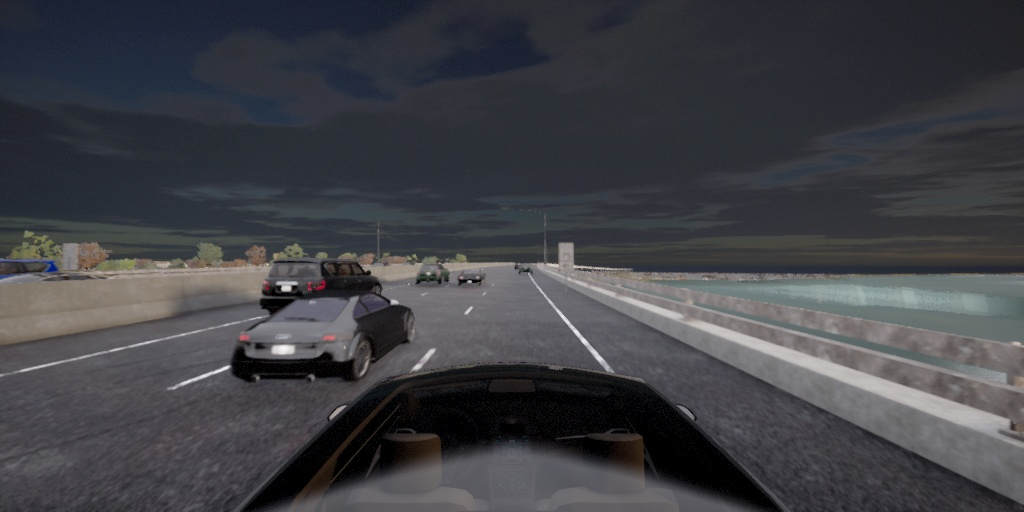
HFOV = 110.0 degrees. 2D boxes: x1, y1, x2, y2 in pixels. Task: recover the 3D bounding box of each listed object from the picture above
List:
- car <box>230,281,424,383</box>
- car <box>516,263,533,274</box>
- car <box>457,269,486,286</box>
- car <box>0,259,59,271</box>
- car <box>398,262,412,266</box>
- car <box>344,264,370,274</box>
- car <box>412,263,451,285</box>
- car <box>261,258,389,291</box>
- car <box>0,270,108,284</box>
[{"bbox_3d":[-3.387,1.381,7.328,1.994,1.385,4.181,0,-1,0],"label":"car"},{"bbox_3d":[2.014,1.761,53.440,2.097,1.767,4.553,0,-1,2],"label":"car"},{"bbox_3d":[-3.168,1.692,29.285,1.895,1.301,4.718,0,-1,1],"label":"car"},{"bbox_3d":[-21.051,1.113,13.692,2.150,2.045,5.566,0,-1,0],"label":"car"},{"bbox_3d":[-16.666,1.802,56.474,2.097,1.767,4.553,0,-1,2],"label":"car"},{"bbox_3d":[-23.716,1.992,54.938,1.994,1.385,4.181,0,-1,2],"label":"car"},{"bbox_3d":[-6.641,1.462,30.778,2.097,1.767,4.553,0,-1,1],"label":"car"},{"bbox_3d":[-6.853,1.115,13.601,2.150,2.045,5.566,0,-1,0],"label":"car"},{"bbox_3d":[-17.553,1.393,13.342,1.837,1.490,4.892,0,-1,0],"label":"car"}]
